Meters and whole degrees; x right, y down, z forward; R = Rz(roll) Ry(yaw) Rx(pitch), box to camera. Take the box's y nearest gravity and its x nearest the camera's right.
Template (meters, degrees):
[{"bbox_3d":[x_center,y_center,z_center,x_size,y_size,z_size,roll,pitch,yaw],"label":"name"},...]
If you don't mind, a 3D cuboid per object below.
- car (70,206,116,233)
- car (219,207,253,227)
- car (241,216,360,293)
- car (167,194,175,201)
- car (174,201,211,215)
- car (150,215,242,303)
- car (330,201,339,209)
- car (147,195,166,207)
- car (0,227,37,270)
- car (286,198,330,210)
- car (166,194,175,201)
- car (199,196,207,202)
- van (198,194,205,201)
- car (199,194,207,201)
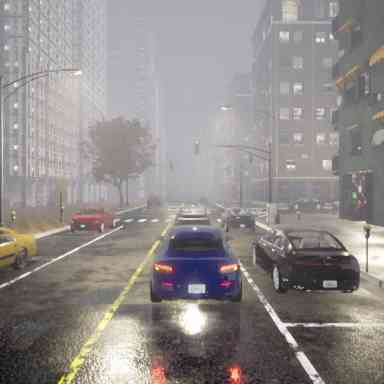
[{"bbox_3d":[-5.735,1.549,19.677,1.887,1.381,4.507,0,0,0],"label":"car"},{"bbox_3d":[2.645,1.555,19.696,2.008,1.369,4.403,0,0,0],"label":"car"},{"bbox_3d":[2.672,1.551,8.630,2.008,1.369,4.403,0,0,0],"label":"car"},{"bbox_3d":[-5.890,1.648,85.202,1.947,1.339,4.313,0,0,0],"label":"car"},{"bbox_3d":[0.038,1.495,18.211,2.128,1.511,4.902,0,0,0],"label":"car"},{"bbox_3d":[0.074,1.526,8.108,1.812,1.442,4.674,0,0,0],"label":"car"},{"bbox_3d":[18.733,1.259,39.195,4.829,1.417,1.752,-1,1,-1],"label":"car"},{"bbox_3d":[-5.812,1.348,52.065,2.192,1.841,5.009,0,0,0],"label":"car"},{"bbox_3d":[-5.708,1.526,8.441,1.752,1.417,4.829,0,0,0],"label":"car"},{"bbox_3d":[13.336,1.359,39.128,4.403,1.369,2.008,-1,1,-1],"label":"car"},{"bbox_3d":[-5.904,1.408,90.724,2.192,1.841,5.009,0,0,0],"label":"car"},{"bbox_3d":[2.503,1.598,79.868,1.752,1.417,4.829,0,0,0],"label":"car"},{"bbox_3d":[2.490,1.423,85.222,1.690,1.788,3.998,0,0,0],"label":"van"},{"bbox_3d":[2.517,1.629,74.175,1.947,1.339,4.313,0,0,0],"label":"car"}]
